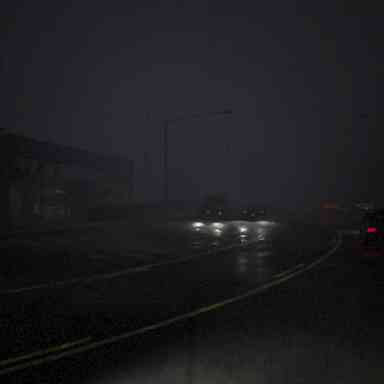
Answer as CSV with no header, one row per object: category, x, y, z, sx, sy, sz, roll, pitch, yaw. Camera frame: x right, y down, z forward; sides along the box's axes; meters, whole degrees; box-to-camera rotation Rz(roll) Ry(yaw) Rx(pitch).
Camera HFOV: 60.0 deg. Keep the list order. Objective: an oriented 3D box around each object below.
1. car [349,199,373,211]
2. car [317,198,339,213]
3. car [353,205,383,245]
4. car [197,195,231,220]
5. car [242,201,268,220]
car,18.740,1.510,36.858,1.812,1.442,4.674,0,0,15
car,15.313,1.468,37.580,1.882,1.535,5.008,0,-1,15
car,8.582,1.539,14.951,2.033,1.411,5.357,0,0,25
car,2.050,1.286,29.258,2.150,2.045,5.566,0,0,16
car,5.428,1.551,28.340,1.812,1.442,4.674,0,0,16
